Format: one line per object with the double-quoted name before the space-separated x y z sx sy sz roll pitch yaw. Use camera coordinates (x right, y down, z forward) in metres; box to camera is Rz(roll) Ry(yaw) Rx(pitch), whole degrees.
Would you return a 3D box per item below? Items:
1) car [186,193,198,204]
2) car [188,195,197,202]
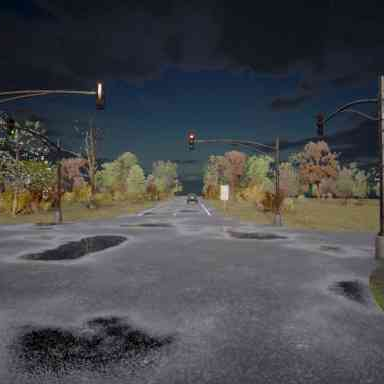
"car" 0.023 1.292 67.681 2.150 2.045 5.566 0 0 0
"car" 0.025 1.465 78.072 2.033 1.411 5.357 0 0 0
